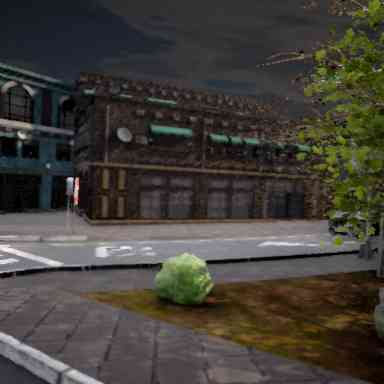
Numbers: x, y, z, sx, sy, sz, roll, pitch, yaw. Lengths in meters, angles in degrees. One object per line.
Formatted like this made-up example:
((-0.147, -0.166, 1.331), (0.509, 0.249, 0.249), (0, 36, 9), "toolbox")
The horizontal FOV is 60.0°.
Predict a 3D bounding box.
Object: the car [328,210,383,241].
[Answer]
((9.893, 1.768, 18.886), (5.008, 1.535, 1.882), (1, 3, -29), "car")
